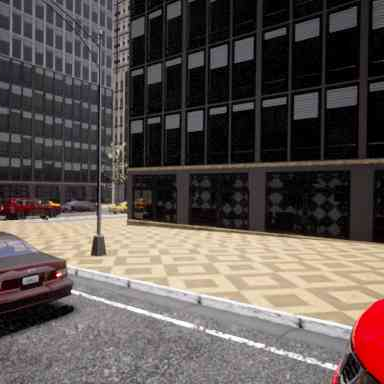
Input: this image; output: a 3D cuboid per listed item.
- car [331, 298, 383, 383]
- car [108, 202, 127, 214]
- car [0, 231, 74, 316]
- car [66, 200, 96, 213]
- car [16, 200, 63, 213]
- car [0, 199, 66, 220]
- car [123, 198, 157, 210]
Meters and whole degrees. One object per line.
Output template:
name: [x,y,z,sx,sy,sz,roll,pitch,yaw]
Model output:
car: [3.474,1.222,1.196,5.566,2.045,2.150,0,0,36]
car: [-7.580,1.828,38.995,1.752,1.417,4.829,1,0,37]
car: [-4.797,1.543,7.122,5.357,1.411,2.033,0,0,35]
car: [-13.847,1.733,40.253,2.033,1.411,5.357,1,0,37]
car: [-17.875,1.640,39.185,1.752,1.417,4.829,1,0,37]
car: [-14.401,1.517,29.801,2.192,1.841,5.009,1,0,37]
car: [-7.604,1.754,48.646,1.882,1.535,5.008,1,0,36]
